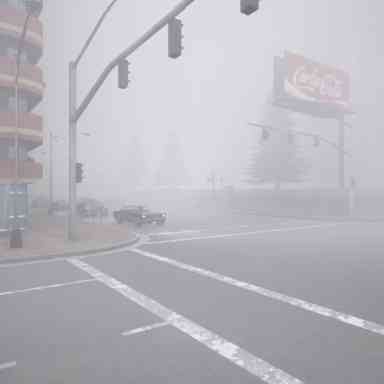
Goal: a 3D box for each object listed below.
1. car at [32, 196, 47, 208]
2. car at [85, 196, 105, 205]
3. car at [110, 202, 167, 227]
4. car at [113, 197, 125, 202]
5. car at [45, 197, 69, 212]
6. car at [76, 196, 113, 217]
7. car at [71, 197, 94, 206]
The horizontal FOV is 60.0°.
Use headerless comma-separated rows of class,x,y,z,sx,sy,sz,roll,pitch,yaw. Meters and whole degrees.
car,-21.190,1.351,47.125,2.097,1.767,4.553,0,0,-36
car,-17.668,1.523,60.419,1.812,1.442,4.674,0,0,-37
car,-3.667,1.600,22.847,1.895,1.301,4.718,0,0,-36
car,-12.319,1.503,53.039,1.837,1.490,4.892,0,0,-36
car,-15.284,1.563,38.900,1.994,1.385,4.181,0,0,-36
car,-9.481,1.351,30.878,2.097,1.767,4.553,0,0,-36
car,-18.289,1.545,55.319,2.033,1.411,5.357,0,0,-36
